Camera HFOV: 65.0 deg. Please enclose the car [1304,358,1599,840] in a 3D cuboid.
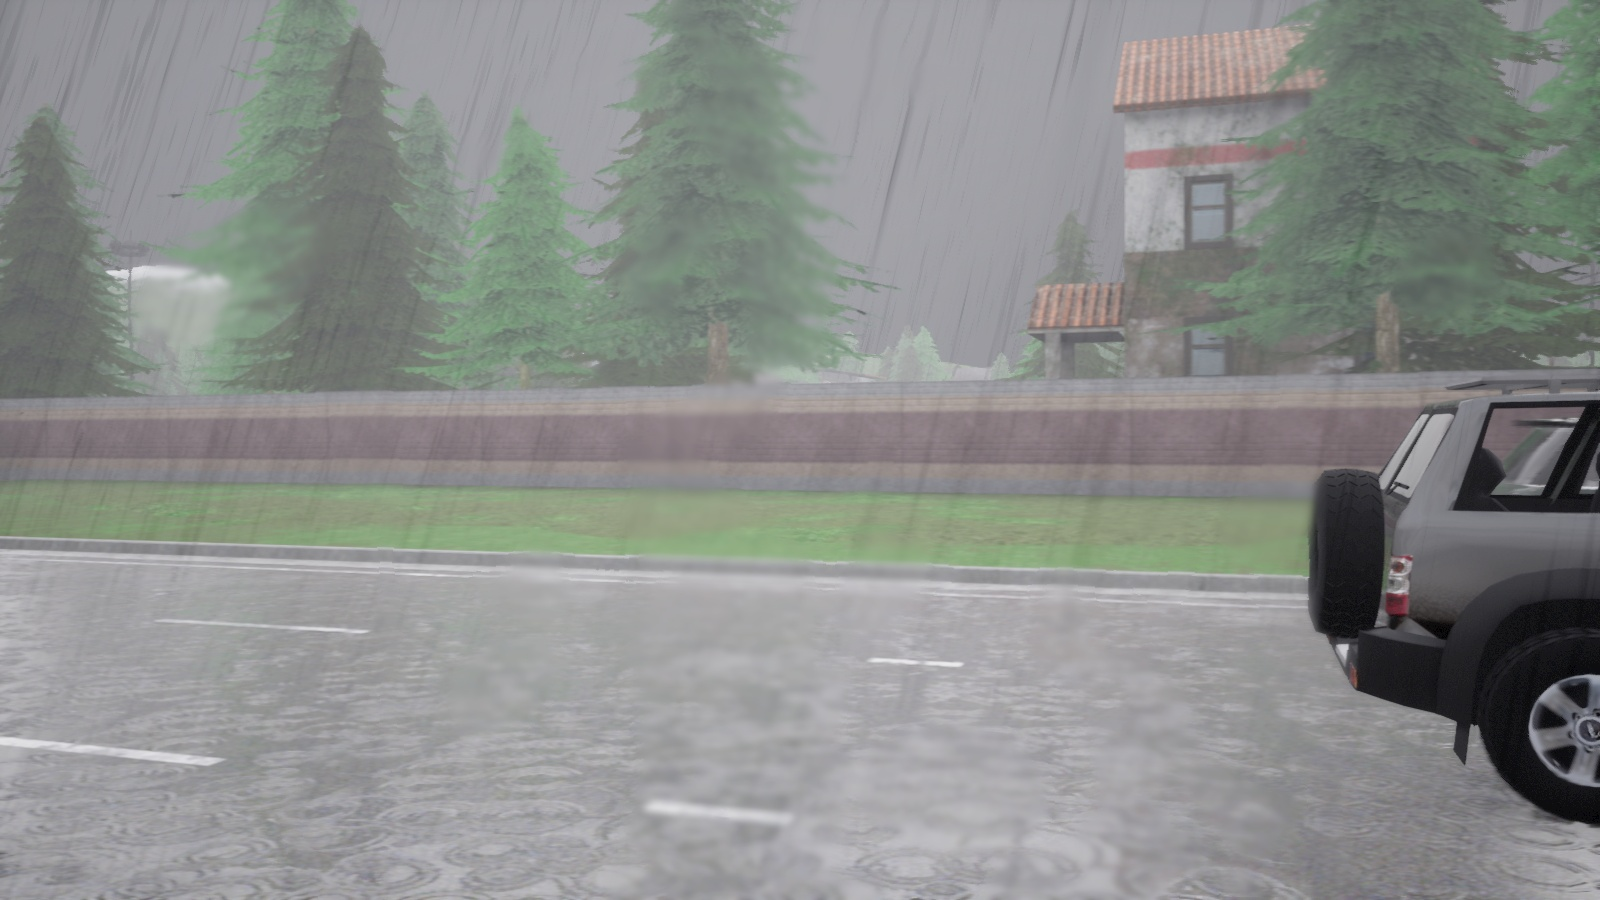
[{"bbox_3d":[4.676,0.574,5.310,4.605,1.855,1.932,1,1,19],"label":"car"}]
